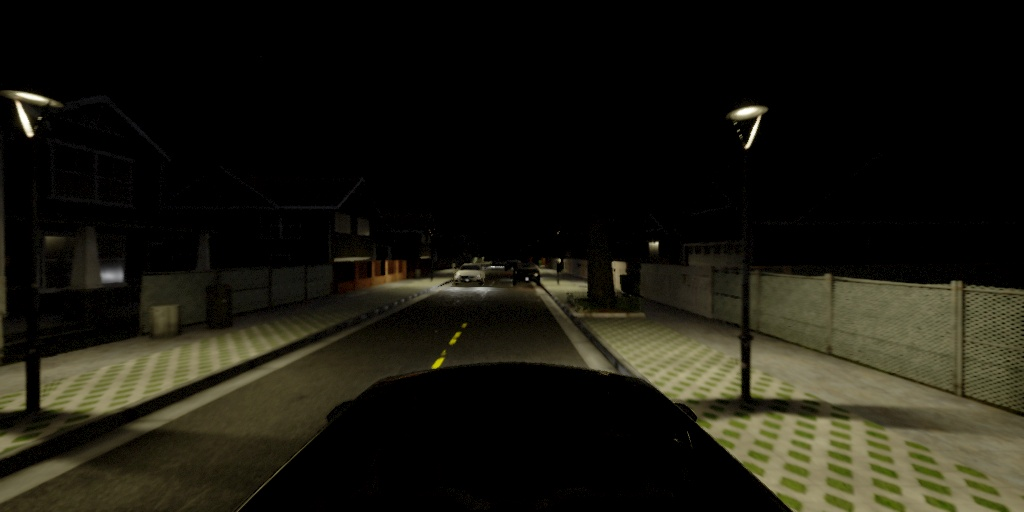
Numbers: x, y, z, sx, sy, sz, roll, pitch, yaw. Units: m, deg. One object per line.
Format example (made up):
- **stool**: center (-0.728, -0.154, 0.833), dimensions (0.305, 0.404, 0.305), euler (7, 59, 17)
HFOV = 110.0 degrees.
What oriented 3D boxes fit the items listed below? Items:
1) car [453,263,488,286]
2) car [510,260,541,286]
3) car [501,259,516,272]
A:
- **car**: center (-2.836, 1.250, 25.048), dimensions (1.812, 1.442, 4.674), euler (0, 0, 0)
- **car**: center (0.967, 1.229, 25.295), dimensions (1.837, 1.490, 4.892), euler (0, 0, 0)
- **car**: center (0.046, 1.168, 45.812), dimensions (2.128, 1.511, 4.902), euler (0, 0, 0)
